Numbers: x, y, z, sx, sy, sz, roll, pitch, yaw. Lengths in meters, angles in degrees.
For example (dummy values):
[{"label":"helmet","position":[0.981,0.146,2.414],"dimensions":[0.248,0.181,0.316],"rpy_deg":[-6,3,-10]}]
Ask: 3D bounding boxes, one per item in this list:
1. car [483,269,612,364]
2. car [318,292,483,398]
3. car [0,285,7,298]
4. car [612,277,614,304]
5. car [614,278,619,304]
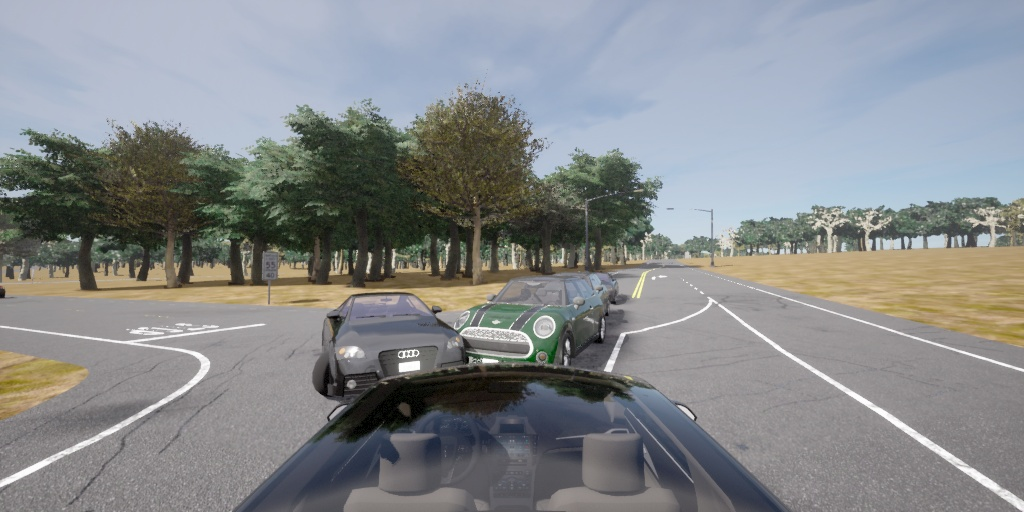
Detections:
[{"label":"car","position":[0.618,1.218,7.814],"dimensions":[2.097,1.767,4.553],"rpy_deg":[-1,-2,26]},{"label":"car","position":[-2.354,1.376,6.609],"dimensions":[1.994,1.385,4.181],"rpy_deg":[1,-2,-29]},{"label":"car","position":[-40.859,2.562,27.373],"dimensions":[4.181,1.385,1.994],"rpy_deg":[-2,-3,22]},{"label":"car","position":[2.025,1.344,12.127],"dimensions":[2.097,1.767,4.553],"rpy_deg":[-1,-1,21]},{"label":"car","position":[4.218,1.509,17.854],"dimensions":[1.994,1.385,4.181],"rpy_deg":[-1,0,19]}]
